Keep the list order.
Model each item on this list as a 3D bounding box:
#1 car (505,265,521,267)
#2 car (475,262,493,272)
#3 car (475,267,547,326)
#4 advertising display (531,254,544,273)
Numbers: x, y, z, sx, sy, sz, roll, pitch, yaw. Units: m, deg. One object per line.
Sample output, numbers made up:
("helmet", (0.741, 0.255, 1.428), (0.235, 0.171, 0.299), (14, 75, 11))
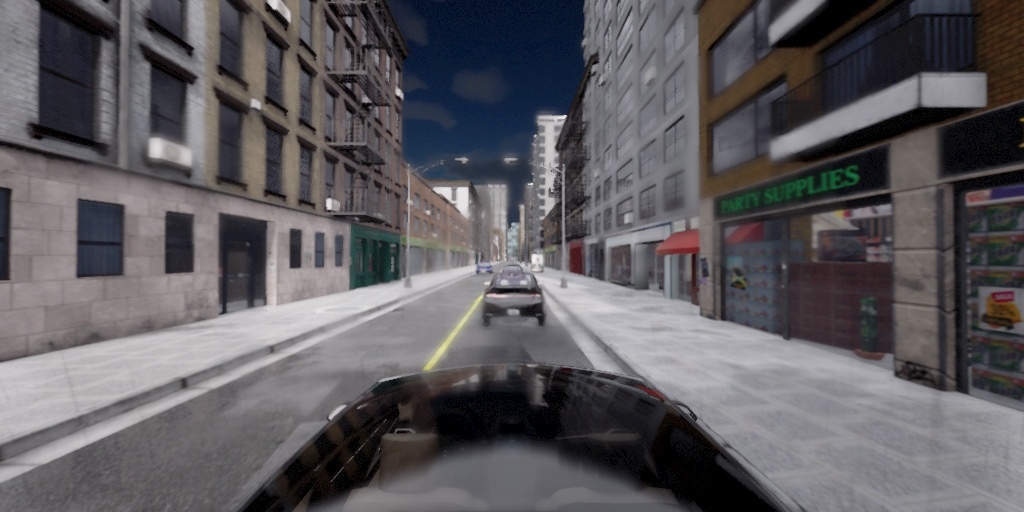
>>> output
("car", (0.055, 1.395, 28.602), (2.033, 1.411, 5.357), (0, 0, 0))
("car", (-3.138, 1.433, 41.451), (1.812, 1.442, 4.674), (0, 0, 0))
("car", (0.066, 1.274, 11.833), (2.128, 1.511, 4.902), (0, 0, 0))
("advertising display", (3.089, 0.942, 43.234), (1.540, 2.440, 0.280), (0, 0, 0))
